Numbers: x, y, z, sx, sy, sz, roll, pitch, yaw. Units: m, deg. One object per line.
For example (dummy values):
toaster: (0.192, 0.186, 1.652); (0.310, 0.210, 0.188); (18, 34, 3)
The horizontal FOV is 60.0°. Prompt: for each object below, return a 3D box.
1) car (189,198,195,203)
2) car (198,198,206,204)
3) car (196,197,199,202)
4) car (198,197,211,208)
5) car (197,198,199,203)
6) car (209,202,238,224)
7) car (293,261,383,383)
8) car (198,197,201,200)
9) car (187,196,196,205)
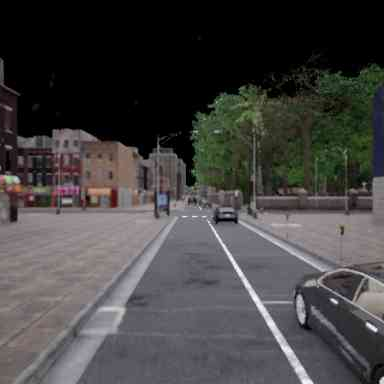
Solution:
car: (0.028, 2.398, 94.257); (1.837, 1.490, 4.892); (0, -1, 0)
car: (2.647, 2.390, 86.530); (1.967, 1.590, 4.097); (-1, -1, 0)
car: (2.642, 2.108, 75.631); (2.192, 1.841, 5.009); (-1, -1, 0)
car: (2.643, 2.128, 59.279); (2.008, 1.369, 4.403); (-1, -1, 0)
car: (2.645, 2.268, 70.179); (2.008, 1.369, 4.403); (-1, -1, 0)
car: (2.636, 1.789, 26.766); (1.947, 1.339, 4.313); (-1, -1, 0)
car: (2.631, 1.583, 4.280); (2.008, 1.369, 4.403); (-1, 0, 0)
car: (2.644, 2.173, 64.898); (1.752, 1.417, 4.829); (-1, -1, 0)
car: (0.025, 2.114, 83.037); (2.150, 2.045, 5.566); (0, -1, 0)
